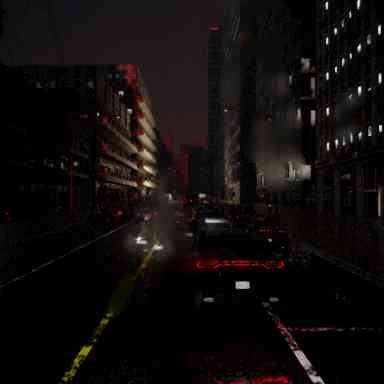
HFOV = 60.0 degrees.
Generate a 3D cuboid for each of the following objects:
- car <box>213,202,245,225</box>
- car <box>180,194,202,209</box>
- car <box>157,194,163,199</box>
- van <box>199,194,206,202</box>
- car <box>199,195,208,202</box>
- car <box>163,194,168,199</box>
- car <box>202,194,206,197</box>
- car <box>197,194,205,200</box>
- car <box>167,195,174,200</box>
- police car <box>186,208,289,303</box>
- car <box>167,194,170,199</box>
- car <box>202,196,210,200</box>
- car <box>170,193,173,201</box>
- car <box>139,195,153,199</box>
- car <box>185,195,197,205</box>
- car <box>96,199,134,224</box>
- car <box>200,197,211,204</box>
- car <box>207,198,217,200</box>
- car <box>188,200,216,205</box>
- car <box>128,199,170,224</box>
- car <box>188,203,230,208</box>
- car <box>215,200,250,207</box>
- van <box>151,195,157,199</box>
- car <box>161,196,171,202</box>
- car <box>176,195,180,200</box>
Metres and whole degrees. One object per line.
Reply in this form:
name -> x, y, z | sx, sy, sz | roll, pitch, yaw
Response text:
car -> 2.647, 1.553, 24.925 | 1.887, 1.381, 4.507 | 1, 0, 0
car -> -0.092, 1.233, 45.501 | 2.150, 2.045, 5.566 | 0, 0, 0
car -> -5.780, 1.327, 47.018 | 2.192, 1.841, 5.009 | 1, 0, 0
van -> 2.523, 1.355, 80.405 | 1.690, 1.788, 3.998 | 1, 0, 0
car -> 2.534, 1.454, 74.857 | 1.967, 1.590, 4.097 | 1, 0, 0
car -> -5.809, 1.564, 58.112 | 2.008, 1.369, 4.403 | 1, 0, 0
car -> 2.583, 1.538, 52.835 | 1.752, 1.417, 4.829 | 1, 0, 0
car -> 2.496, 1.453, 91.501 | 1.967, 1.590, 4.097 | 1, 0, 0
car -> -5.854, 1.594, 91.391 | 1.802, 1.307, 4.206 | 1, 0, 0
police car -> 0.880, 1.428, 8.412 | 1.930, 1.638, 5.238 | 0, 0, 0
car -> -5.820, 1.454, 63.659 | 1.967, 1.590, 4.097 | 1, 0, 0
car -> 2.608, 1.562, 41.569 | 2.008, 1.369, 4.403 | 1, 0, 0
car -> -5.834, 1.329, 69.205 | 2.192, 1.841, 5.009 | 1, 0, 0
car -> -5.756, 1.450, 35.926 | 1.967, 1.590, 4.097 | 1, 0, 0
car -> -0.136, 1.365, 58.879 | 2.097, 1.767, 4.553 | 0, 0, 0
car -> -5.731, 1.449, 24.831 | 1.967, 1.590, 4.097 | 1, 0, 0
car -> 2.557, 1.595, 63.761 | 1.802, 1.307, 4.206 | 1, 0, 0
car -> 2.634, 1.554, 30.474 | 1.887, 1.381, 4.507 | 1, 0, 0
car -> 0.792, 1.535, 24.302 | 1.812, 1.442, 4.674 | 0, 0, 0
car -> -3.058, 1.500, 24.755 | 2.128, 1.511, 4.902 | 0, 0, 0
car -> 0.837, 1.533, 18.303 | 1.812, 1.442, 4.674 | 0, 0, 0
car -> 2.661, 1.447, 19.377 | 1.967, 1.590, 4.097 | 1, 0, 0
van -> -5.767, 1.352, 41.472 | 1.690, 1.788, 3.998 | 1, 0, 0
car -> -5.857, 1.539, 74.581 | 1.752, 1.417, 4.829 | 1, 0, 0
car -> -3.209, 1.490, 90.529 | 1.882, 1.535, 5.008 | 0, 0, 0
